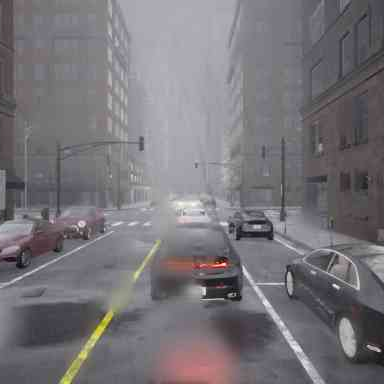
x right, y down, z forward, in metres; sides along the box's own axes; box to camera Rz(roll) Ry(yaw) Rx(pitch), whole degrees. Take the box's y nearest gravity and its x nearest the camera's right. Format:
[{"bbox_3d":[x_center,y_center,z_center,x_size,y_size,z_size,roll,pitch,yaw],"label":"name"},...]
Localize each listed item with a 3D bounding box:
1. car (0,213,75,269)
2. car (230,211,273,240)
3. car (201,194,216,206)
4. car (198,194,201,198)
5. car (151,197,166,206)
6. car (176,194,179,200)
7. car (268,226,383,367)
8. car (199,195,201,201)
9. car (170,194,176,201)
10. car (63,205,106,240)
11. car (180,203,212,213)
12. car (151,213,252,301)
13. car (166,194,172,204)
[{"bbox_3d":[-5.670,1.582,11.136,1.802,1.307,4.206,0,0,0],"label":"car"},{"bbox_3d":[2.856,1.566,16.636,1.947,1.339,4.313,0,0,0],"label":"car"},{"bbox_3d":[2.892,1.476,53.727,1.967,1.590,4.097,0,0,0],"label":"car"},{"bbox_3d":[2.932,1.524,75.362,1.967,1.590,4.097,0,0,0],"label":"car"},{"bbox_3d":[-5.632,1.618,53.740,1.802,1.307,4.206,0,0,0],"label":"car"},{"bbox_3d":[-5.563,1.457,91.600,2.192,1.841,5.009,0,0,0],"label":"car"},{"bbox_3d":[2.856,1.550,5.634,2.008,1.369,4.403,0,0,0],"label":"car"},{"bbox_3d":[2.913,1.607,64.544,2.008,1.369,4.403,0,0,0],"label":"car"},{"bbox_3d":[-5.583,1.626,80.613,1.752,1.417,4.829,0,0,0],"label":"car"},{"bbox_3d":[-5.669,1.441,16.637,1.967,1.590,4.097,0,0,0],"label":"car"},{"bbox_3d":[0.083,1.526,17.449,1.812,1.442,4.674,0,0,-1],"label":"car"},{"bbox_3d":[0.098,1.505,8.301,1.837,1.490,4.892,0,0,0],"label":"car"},{"bbox_3d":[-5.612,1.607,64.557,2.008,1.369,4.403,0,0,0],"label":"car"}]
